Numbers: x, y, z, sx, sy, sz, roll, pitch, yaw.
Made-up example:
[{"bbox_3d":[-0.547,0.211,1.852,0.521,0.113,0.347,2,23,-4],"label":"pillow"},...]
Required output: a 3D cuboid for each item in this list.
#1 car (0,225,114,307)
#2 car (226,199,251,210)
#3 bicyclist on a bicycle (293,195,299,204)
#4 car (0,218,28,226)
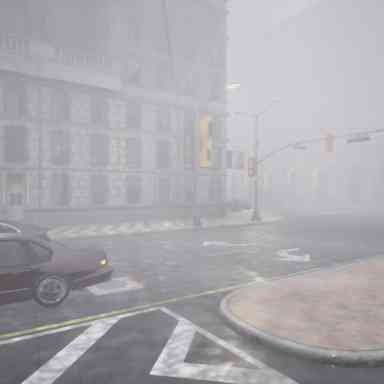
[{"bbox_3d":[-4.315,1.547,6.460,5.357,1.411,2.033,0,0,-34],"label":"car"},{"bbox_3d":[5.710,1.559,43.137,1.994,1.385,4.181,0,0,-35],"label":"car"},{"bbox_3d":[17.887,1.292,57.105,1.656,1.620,0.582,0,0,-35],"label":"bicyclist on a bicycle"},{"bbox_3d":[-6.505,1.492,9.243,4.902,1.511,2.128,0,0,-37],"label":"car"}]
